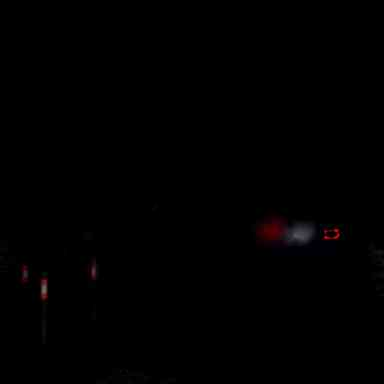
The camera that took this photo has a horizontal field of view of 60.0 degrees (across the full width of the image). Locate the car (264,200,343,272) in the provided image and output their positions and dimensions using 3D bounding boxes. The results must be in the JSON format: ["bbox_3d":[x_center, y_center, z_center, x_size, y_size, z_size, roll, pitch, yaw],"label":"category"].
[{"bbox_3d":[3.900,1.281,11.424,2.150,2.045,5.566,0,0,22],"label":"car"}]
